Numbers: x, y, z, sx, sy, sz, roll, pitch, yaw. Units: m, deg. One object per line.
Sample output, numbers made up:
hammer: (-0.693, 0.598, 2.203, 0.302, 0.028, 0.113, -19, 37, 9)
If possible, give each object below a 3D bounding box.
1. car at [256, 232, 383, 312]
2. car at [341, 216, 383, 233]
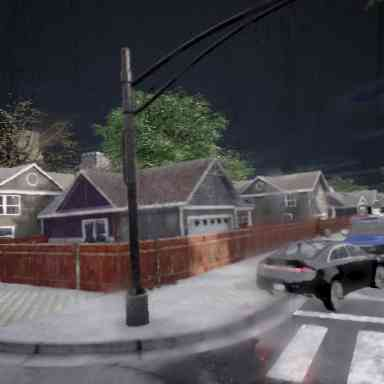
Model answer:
car: (3.798, 2.102, 9.353, 4.902, 1.511, 2.128, 3, -6, -42)
car: (7.353, 1.991, 13.083, 2.150, 2.045, 5.566, -7, -6, 33)
